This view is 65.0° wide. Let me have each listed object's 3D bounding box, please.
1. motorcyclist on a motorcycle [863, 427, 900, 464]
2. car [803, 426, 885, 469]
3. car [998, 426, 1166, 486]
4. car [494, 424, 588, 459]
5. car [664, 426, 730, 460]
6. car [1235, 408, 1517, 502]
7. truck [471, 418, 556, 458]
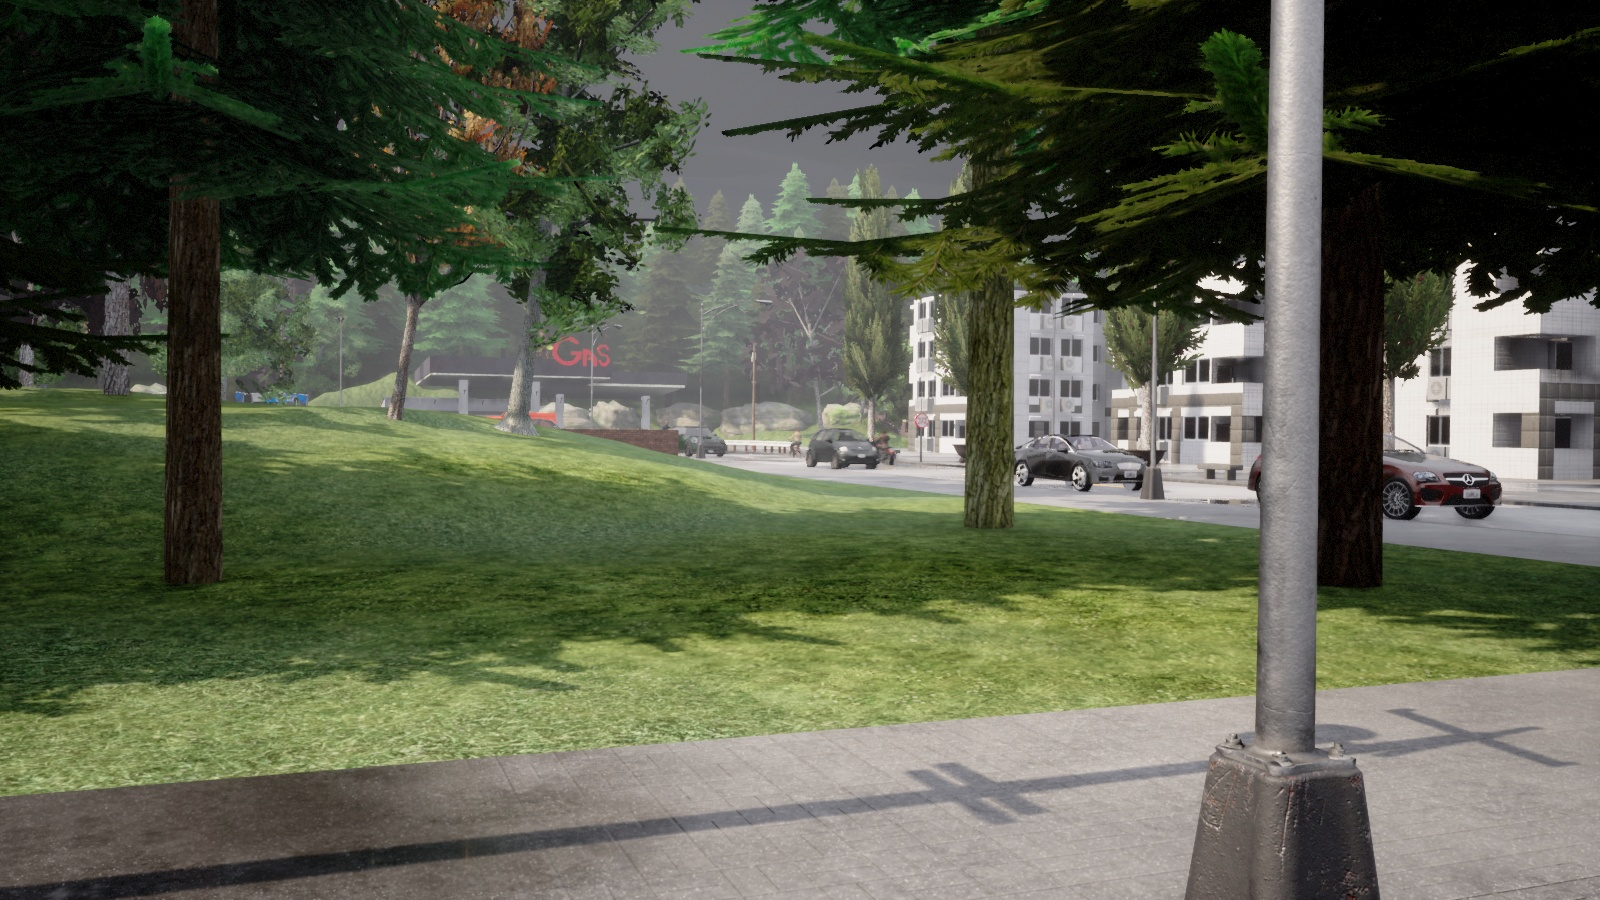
[{"bbox_3d":[3.636,-0.206,56.238,0.766,1.649,2.350,-1,1,-21],"label":"motorcyclist on a motorcycle"},{"bbox_3d":[1.694,-0.137,50.083,1.851,1.617,3.988,-1,1,-21],"label":"car"},{"bbox_3d":[7.614,0.111,34.497,2.128,1.511,4.902,-1,1,-21],"label":"car"},{"bbox_3d":[-15.859,-0.561,76.836,5.566,2.045,2.150,-1,1,-14],"label":"car"},{"bbox_3d":[-5.742,-0.413,69.580,2.097,1.767,4.553,-1,1,-26],"label":"car"},{"bbox_3d":[11.236,0.049,24.984,2.152,1.651,5.027,-1,1,-21],"label":"car"},{"bbox_3d":[-18.330,-0.798,80.380,5.204,2.467,2.627,-1,1,-13],"label":"truck"}]
